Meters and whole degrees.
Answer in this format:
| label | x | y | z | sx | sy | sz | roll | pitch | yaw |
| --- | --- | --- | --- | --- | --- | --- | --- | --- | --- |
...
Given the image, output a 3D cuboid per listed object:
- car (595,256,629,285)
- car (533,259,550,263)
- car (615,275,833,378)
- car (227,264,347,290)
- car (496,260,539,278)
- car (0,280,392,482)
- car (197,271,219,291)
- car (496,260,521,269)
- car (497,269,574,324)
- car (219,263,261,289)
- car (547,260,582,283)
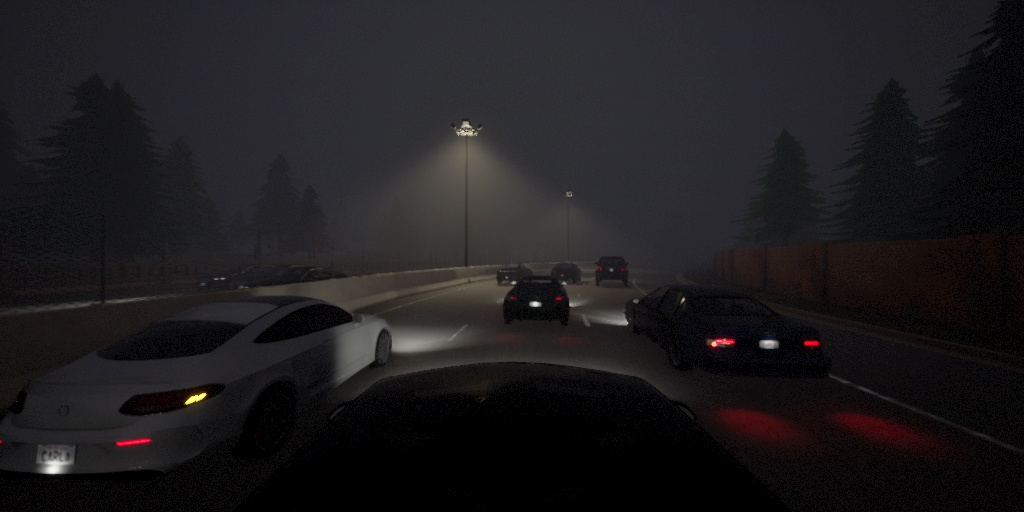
| label | x | y | z | sx | sy | sz | roll | pitch | yaw |
| --- | --- | --- | --- | --- | --- | --- | --- | --- | --- |
| car | 7.299 | 1.018 | 26.180 | 2.150 | 2.045 | 5.566 | 0 | 0 | 16 |
| car | 5.511 | 1.290 | 56.106 | 1.882 | 1.535 | 5.008 | 0 | 0 | 32 |
| car | 3.879 | 1.317 | 7.647 | 2.033 | 1.411 | 5.357 | 0 | 0 | 4 |
| car | -9.365 | 1.217 | 15.977 | 2.128 | 1.511 | 4.902 | 0 | 0 | 9 |
| car | 0.280 | 1.262 | 26.892 | 2.128 | 1.511 | 4.902 | 0 | 0 | 15 |
| car | -3.227 | 1.266 | 4.892 | 1.812 | 1.442 | 4.674 | 0 | 0 | 2 |
| car | -15.600 | 1.197 | 21.082 | 2.128 | 1.511 | 4.902 | 0 | 0 | 11 |
| car | -0.532 | 1.393 | 59.642 | 1.895 | 1.301 | 4.718 | 0 | 0 | 32 |
| car | 0.892 | 1.325 | 12.055 | 1.994 | 1.385 | 4.181 | 0 | 0 | 7 |
| car | -12.373 | 1.208 | 19.334 | 2.128 | 1.511 | 4.902 | 0 | 0 | 10 |
| car | 4.370 | 1.265 | 28.458 | 1.882 | 1.535 | 5.008 | 0 | 0 | 17 |
